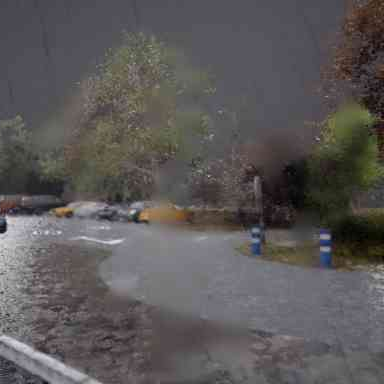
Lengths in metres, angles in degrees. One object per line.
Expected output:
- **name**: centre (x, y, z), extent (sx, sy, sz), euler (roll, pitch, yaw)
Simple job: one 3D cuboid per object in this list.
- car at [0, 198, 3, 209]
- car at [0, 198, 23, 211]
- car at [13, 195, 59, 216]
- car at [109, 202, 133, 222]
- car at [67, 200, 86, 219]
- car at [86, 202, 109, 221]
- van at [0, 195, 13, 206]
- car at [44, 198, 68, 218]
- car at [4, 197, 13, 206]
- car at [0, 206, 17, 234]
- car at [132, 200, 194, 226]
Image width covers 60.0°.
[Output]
- **car**: centre (-28.546, 1.576, 44.679), extent (2.097, 1.535, 5.008), euler (0, 0, 36)
- **car**: centre (-24.051, 1.585, 41.444), extent (2.163, 1.488, 4.792), euler (0, 0, 36)
- **car**: centre (-15.090, 1.321, 34.936), extent (2.435, 2.045, 5.566), euler (0, 0, 36)
- **car**: centre (-3.983, 1.492, 26.873), extent (2.185, 1.767, 4.553), euler (0, 0, 36)
- **car**: centre (-8.386, 1.640, 30.028), extent (2.002, 1.452, 4.674), euler (0, 0, 36)
- **car**: centre (-6.160, 1.639, 28.379), extent (2.163, 1.488, 4.792), euler (0, 0, 36)
- **van**: centre (-19.622, 1.330, 38.335), extent (1.878, 1.987, 4.442), euler (0, 0, 36)
- **car**: centre (-10.735, 1.588, 31.508), extent (1.946, 1.575, 5.366), euler (0, 0, 36)
- **car**: centre (-17.365, 1.593, 36.518), extent (2.163, 1.488, 4.792), euler (0, 0, 36)
- **car**: centre (-11.605, 1.657, 16.168), extent (2.163, 1.488, 4.792), euler (0, 0, 36)
- **car**: centre (-1.763, 1.627, 25.216), extent (2.097, 1.535, 5.008), euler (0, 0, 36)
